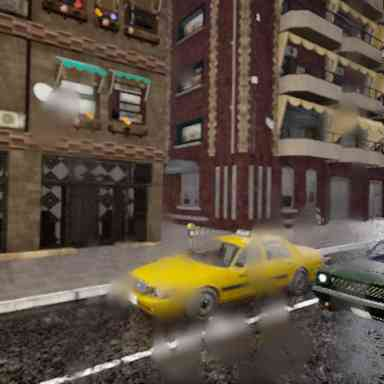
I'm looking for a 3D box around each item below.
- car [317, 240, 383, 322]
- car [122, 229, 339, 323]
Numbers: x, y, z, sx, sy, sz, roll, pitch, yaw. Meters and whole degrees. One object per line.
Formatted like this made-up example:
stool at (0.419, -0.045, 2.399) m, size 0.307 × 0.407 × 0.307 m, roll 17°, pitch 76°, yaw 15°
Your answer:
car at (4.482, 1.617, 6.566) m, size 4.718 × 1.301 × 1.895 m, roll 0°, pitch 0°, yaw -35°
car at (0.932, 1.536, 7.201) m, size 4.829 × 1.417 × 1.752 m, roll 0°, pitch 1°, yaw -35°
